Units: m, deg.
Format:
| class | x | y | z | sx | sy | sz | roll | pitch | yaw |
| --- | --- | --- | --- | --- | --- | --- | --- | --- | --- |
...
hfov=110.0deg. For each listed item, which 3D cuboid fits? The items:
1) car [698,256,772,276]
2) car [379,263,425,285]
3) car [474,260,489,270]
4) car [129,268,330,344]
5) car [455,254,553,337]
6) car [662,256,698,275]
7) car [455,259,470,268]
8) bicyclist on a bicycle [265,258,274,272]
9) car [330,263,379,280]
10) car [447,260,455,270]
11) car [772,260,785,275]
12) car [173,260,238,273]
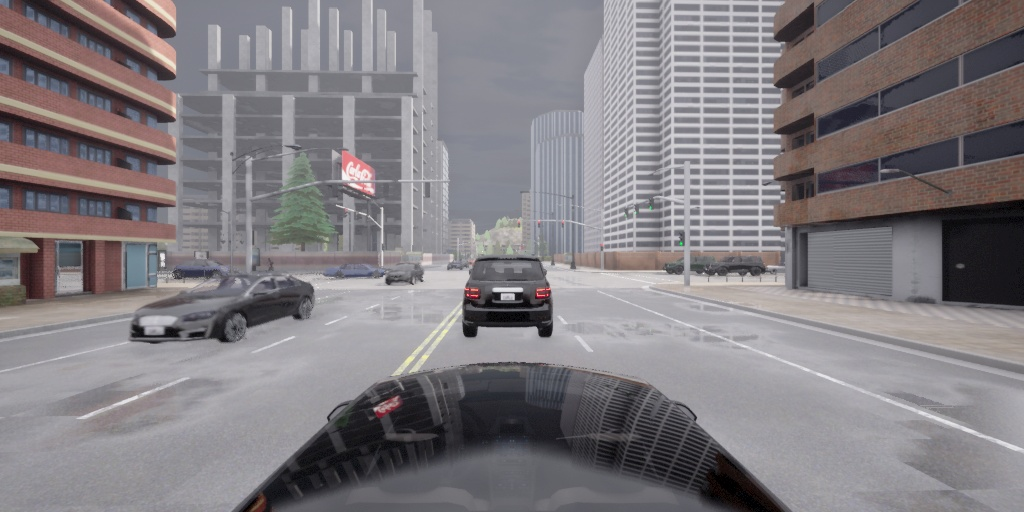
| class | x | y | z | sx | sy | sz | roll | pitch | yaw |
| --- | --- | --- | --- | --- | --- | --- | --- | --- | --- |
| car | 21.996 | 0.971 | 35.550 | 5.566 | 2.045 | 2.150 | 0 | 0 | -2 |
| car | -7.582 | 1.255 | 25.763 | 1.837 | 1.490 | 4.892 | 0 | 0 | -1 |
| car | -4.666 | 1.314 | 54.620 | 1.994 | 1.385 | 4.181 | 0 | 0 | -1 |
| car | -7.251 | 1.242 | 9.674 | 2.128 | 1.511 | 4.902 | 0 | 0 | -1 |
| car | -0.120 | 0.971 | 10.397 | 2.150 | 2.045 | 5.566 | 0 | 0 | -1 |
| car | 19.385 | 0.972 | 38.980 | 5.566 | 2.045 | 2.150 | 0 | 0 | -1 |
| car | -8.272 | 1.255 | 60.361 | 1.837 | 1.490 | 4.892 | 0 | 0 | -1 |
| bicyclist on a bicycle | -28.705 | 1.051 | 42.519 | 0.582 | 1.620 | 1.656 | 0 | 0 | -1 |
| car | -13.428 | 1.297 | 31.413 | 5.357 | 1.411 | 2.033 | 0 | 0 | -9 |
| car | -8.112 | 1.313 | 51.790 | 1.994 | 1.385 | 4.181 | 0 | 0 | -1 |
| car | 29.515 | 1.351 | 39.231 | 4.718 | 1.301 | 1.895 | 0 | 0 | -1 |
| car | -25.894 | 1.101 | 30.604 | 4.553 | 1.767 | 2.097 | 0 | 0 | -1 |
